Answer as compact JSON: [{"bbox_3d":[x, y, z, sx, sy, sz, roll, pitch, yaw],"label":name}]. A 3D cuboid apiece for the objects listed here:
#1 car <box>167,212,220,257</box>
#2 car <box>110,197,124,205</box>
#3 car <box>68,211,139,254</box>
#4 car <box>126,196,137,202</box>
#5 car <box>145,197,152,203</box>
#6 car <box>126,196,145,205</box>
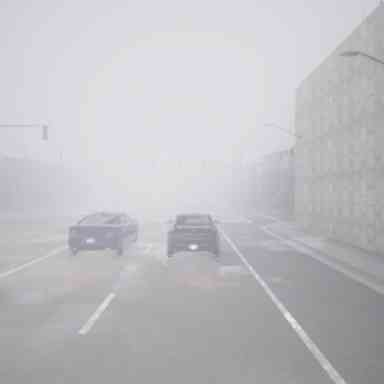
[{"bbox_3d":[0.064,1.545,13.201,1.837,1.490,4.892,0,0,0],"label":"car"},{"bbox_3d":[-14.034,1.704,62.151,1.812,1.442,4.674,0,0,0],"label":"car"},{"bbox_3d":[-3.433,1.518,13.741,1.882,1.535,5.008,0,0,0],"label":"car"},{"bbox_3d":[-14.018,1.612,77.337,1.812,1.442,4.674,0,0,0],"label":"car"},{"bbox_3d":[-10.519,1.816,77.667,1.895,1.301,4.718,0,0,0],"label":"car"},{"bbox_3d":[-10.534,1.781,62.341,1.895,1.301,4.718,0,0,0],"label":"car"}]
